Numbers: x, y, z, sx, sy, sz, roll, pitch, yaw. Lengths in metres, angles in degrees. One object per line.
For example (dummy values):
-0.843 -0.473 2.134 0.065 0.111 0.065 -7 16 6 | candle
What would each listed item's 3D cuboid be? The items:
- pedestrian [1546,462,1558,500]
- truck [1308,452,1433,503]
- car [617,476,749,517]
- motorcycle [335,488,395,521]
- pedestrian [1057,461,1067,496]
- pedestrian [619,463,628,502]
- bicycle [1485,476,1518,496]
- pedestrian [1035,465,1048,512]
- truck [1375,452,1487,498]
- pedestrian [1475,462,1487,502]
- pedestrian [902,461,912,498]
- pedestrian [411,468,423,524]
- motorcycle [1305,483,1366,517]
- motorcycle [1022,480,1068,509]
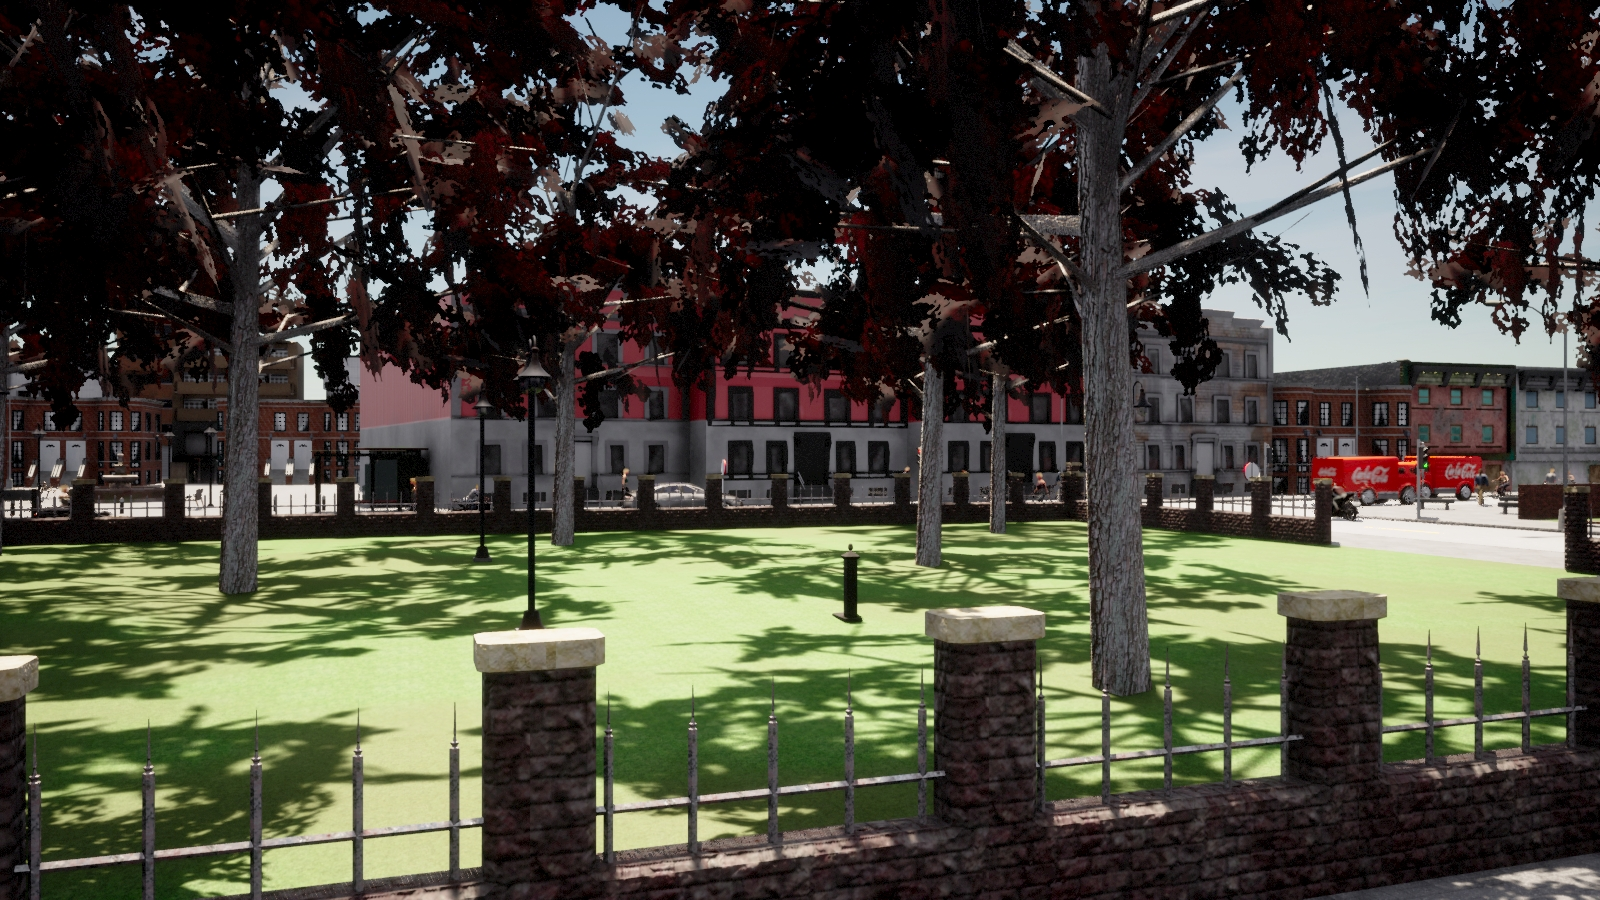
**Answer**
36.909 1.515 56.069 0.375 1.860 0.375 0 0 -29 | pedestrian
28.686 1.351 57.508 5.204 2.467 2.627 0 0 -16 | truck
-4.677 1.827 45.707 4.902 1.511 2.128 0 0 -19 | car
-15.919 1.993 41.886 2.033 1.145 0.803 0 0 -19 | motorcycle
14.139 1.524 61.744 0.375 1.860 0.375 0 0 -22 | pedestrian
-8.343 1.524 53.912 0.375 1.860 0.375 0 0 -17 | pedestrian
40.060 2.036 65.248 1.487 1.080 0.859 0 0 -18 | bicycle
9.582 1.525 45.293 0.375 1.860 0.375 0 0 -16 | pedestrian
35.004 1.348 63.458 5.204 2.467 2.627 0 0 -19 | truck
32.286 1.517 54.200 0.375 1.860 0.375 0 0 -39 | pedestrian
5.500 1.523 58.833 0.375 1.860 0.375 0 0 -15 | pedestrian
-12.715 1.523 37.884 0.375 1.860 0.375 0 0 -18 | pedestrian
21.335 1.985 45.581 0.867 1.251 2.209 0 0 -20 | motorcycle
10.919 1.962 50.971 1.805 1.236 0.856 0 0 -20 | motorcycle
